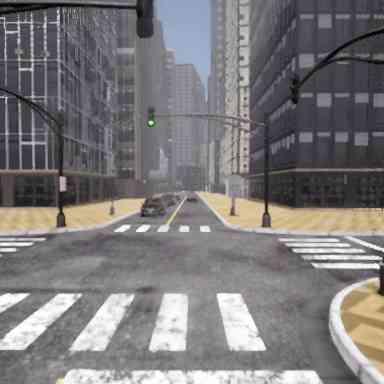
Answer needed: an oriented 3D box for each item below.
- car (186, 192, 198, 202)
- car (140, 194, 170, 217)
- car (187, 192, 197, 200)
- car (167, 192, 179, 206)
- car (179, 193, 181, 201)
[{"bbox_3d":[0.002,0.870,55.711,2.033,1.411,5.357,0,1,0],"label":"car"},{"bbox_3d":[-3.095,1.161,27.431,1.837,1.490,4.892,0,1,0],"label":"car"},{"bbox_3d":[0.002,0.730,66.127,1.812,1.442,4.674,0,1,0],"label":"car"},{"bbox_3d":[-3.085,0.976,42.816,1.837,1.490,4.892,0,1,0],"label":"car"},{"bbox_3d":[-2.998,0.798,60.312,2.128,1.511,4.902,0,1,0],"label":"car"}]
